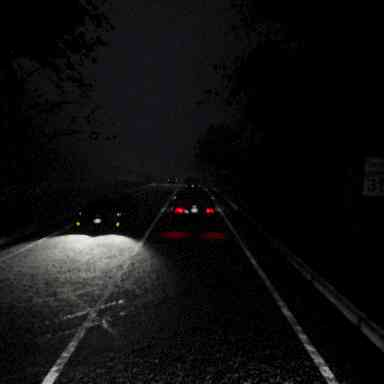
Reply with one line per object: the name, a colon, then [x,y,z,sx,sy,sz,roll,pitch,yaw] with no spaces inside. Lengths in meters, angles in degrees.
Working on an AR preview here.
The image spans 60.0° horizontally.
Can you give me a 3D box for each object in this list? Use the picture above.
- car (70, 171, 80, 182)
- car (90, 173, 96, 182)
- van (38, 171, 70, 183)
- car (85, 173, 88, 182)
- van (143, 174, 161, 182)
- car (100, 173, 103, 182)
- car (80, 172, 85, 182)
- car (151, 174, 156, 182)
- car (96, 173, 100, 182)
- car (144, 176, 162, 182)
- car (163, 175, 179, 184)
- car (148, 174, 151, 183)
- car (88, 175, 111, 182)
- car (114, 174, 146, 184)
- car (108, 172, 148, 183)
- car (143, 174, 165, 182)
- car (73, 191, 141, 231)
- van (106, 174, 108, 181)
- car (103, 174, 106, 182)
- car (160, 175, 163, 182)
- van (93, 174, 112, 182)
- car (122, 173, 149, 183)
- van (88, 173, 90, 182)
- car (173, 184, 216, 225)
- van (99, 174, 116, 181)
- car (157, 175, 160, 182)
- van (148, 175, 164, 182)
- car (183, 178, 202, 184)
car: [-23.499,-2.751,59.015,5.566,2.045,2.435,1,3,0]
car: [-23.455,-3.047,70.089,4.553,1.767,2.185,1,2,0]
van: [-23.586,-2.601,56.127,4.442,1.987,1.878,1,3,0]
car: [-23.475,-2.713,64.557,4.892,1.521,2.231,1,2,0]
van: [-10.309,-3.568,86.556,4.442,1.987,1.878,1,2,0]
car: [-23.490,-3.129,75.631,5.008,1.535,2.097,1,2,0]
car: [-23.293,-2.609,61.792,5.366,1.575,1.946,1,2,0]
car: [-10.371,-2.763,64.361,5.566,2.045,2.435,1,2,0]
car: [-23.486,-3.021,72.737,5.008,1.535,2.097,1,2,0]
car: [-10.462,-3.419,89.345,4.792,1.488,2.163,1,2,0]
car: [-3.366,-2.093,57.511,1.837,1.490,4.892,1,3,0]
car: [-10.403,-2.294,58.826,5.008,1.535,2.097,1,2,0]
car: [-23.320,-3.441,83.937,5.366,1.575,1.946,1,2,0]
car: [-10.399,-2.174,56.056,4.892,1.521,2.231,1,3,0]
car: [-10.205,-2.048,53.291,5.366,1.575,1.946,1,3,0]
car: [-10.461,-3.788,92.088,5.566,2.045,2.435,1,1,0]
car: [-3.354,0.686,13.812,1.994,1.385,4.181,1,4,0]
van: [-23.615,-3.564,81.159,4.442,1.987,1.878,1,2,0]
car: [-23.492,-3.232,78.399,4.892,1.521,2.231,1,2,0]
car: [-10.429,-3.200,83.791,4.674,1.452,2.002,1,2,0]
van: [-23.388,-3.768,86.695,4.442,1.987,1.878,1,2,0]
car: [-10.429,-2.531,61.596,4.553,1.767,2.185,1,2,0]
van: [-23.598,-3.045,67.317,4.442,1.987,1.878,1,2,0]
car: [0.090,0.590,15.558,2.033,1.411,5.357,1,4,0]
van: [-23.395,-3.955,92.083,4.442,1.987,1.878,1,2,0]
car: [-10.422,-2.928,75.467,5.008,1.535,2.097,1,2,0]
van: [-10.320,-3.819,94.864,4.442,1.987,1.878,1,1,0]
car: [0.071,-0.666,33.185,2.033,1.411,5.357,1,4,0]
